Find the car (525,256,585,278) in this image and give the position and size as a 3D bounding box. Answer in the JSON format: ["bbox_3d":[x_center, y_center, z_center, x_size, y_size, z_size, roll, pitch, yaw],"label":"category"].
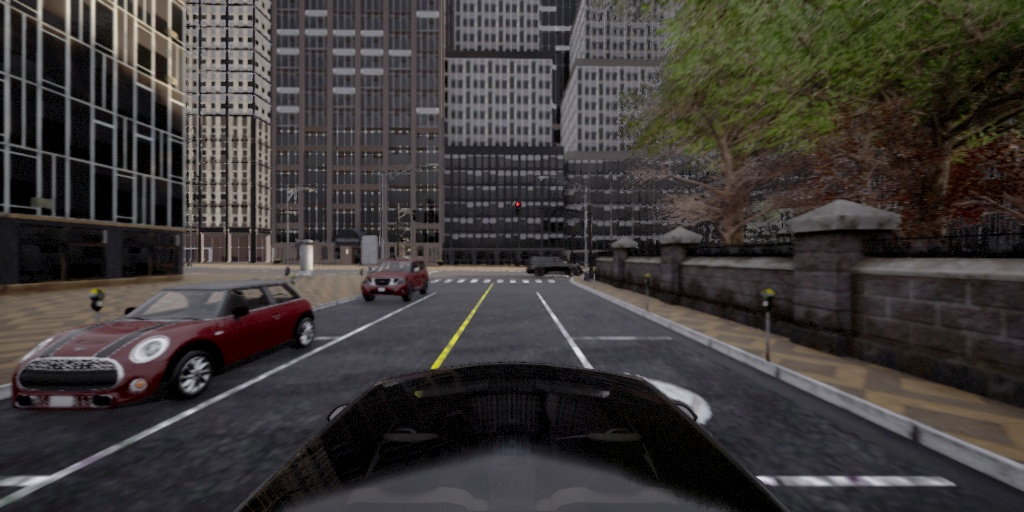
[{"bbox_3d":[4.046,1.062,34.038,5.566,2.045,2.150,1,0,-1],"label":"car"}]

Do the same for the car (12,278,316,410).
[{"bbox_3d":[-5.316,1.188,6.225,1.967,1.591,4.097,0,0,0],"label":"car"}]

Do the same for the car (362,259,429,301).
[{"bbox_3d":[-5.387,1.057,17.312,2.192,1.841,5.009,0,0,0],"label":"car"}]
